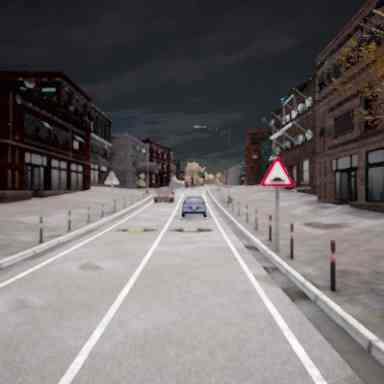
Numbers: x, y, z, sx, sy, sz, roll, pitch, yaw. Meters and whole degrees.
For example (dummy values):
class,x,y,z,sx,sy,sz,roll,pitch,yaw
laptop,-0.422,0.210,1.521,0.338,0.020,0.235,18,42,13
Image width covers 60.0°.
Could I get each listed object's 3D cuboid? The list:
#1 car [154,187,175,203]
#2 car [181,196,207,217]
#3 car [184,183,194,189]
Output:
class,x,y,z,sx,sy,sz,roll,pitch,yaw
car,-2.982,0.245,36.758,2.097,1.767,4.553,0,3,0
car,0.168,1.023,25.301,2.033,1.411,5.357,0,2,1
car,-0.667,-1.394,77.467,1.994,1.385,4.181,0,2,9
